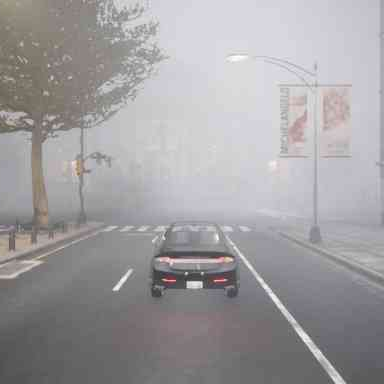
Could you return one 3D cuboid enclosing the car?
[{"bbox_3d":[0.060,1.491,8.530,2.128,1.511,4.902,0,0,0],"label":"car"}]
